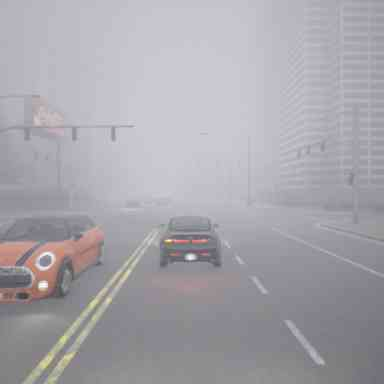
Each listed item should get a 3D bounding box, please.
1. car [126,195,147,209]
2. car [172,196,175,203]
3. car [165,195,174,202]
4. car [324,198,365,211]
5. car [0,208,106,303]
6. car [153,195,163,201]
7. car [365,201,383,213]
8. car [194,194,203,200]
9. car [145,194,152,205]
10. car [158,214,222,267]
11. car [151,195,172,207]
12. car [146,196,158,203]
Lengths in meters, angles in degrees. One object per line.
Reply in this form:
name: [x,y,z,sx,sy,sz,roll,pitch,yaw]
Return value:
car: [-7.952,1.553,46.353,1.994,1.385,4.181,0,0,-1]
car: [-4.690,1.468,63.286,2.128,1.511,4.902,0,0,-1]
car: [-4.875,1.495,73.507,1.812,1.442,4.674,0,0,-1]
car: [17.963,1.434,38.776,5.008,1.535,1.882,0,0,-1]
car: [-3.702,1.353,8.436,2.097,1.767,4.553,0,0,-1]
car: [-8.571,1.513,83.773,1.994,1.385,4.181,0,0,-1]
car: [21.533,1.554,35.361,4.718,1.301,1.895,0,0,-1]
car: [1.782,1.308,91.623,2.097,1.767,4.553,0,0,-1]
car: [-8.136,1.508,58.110,1.812,1.442,4.674,0,0,-1]
car: [-0.090,1.499,11.338,1.837,1.490,4.892,0,0,-1]
car: [-4.513,1.529,50.264,2.033,1.411,5.357,0,0,-1]
car: [-8.295,1.573,69.284,1.895,1.301,4.718,0,0,-1]
